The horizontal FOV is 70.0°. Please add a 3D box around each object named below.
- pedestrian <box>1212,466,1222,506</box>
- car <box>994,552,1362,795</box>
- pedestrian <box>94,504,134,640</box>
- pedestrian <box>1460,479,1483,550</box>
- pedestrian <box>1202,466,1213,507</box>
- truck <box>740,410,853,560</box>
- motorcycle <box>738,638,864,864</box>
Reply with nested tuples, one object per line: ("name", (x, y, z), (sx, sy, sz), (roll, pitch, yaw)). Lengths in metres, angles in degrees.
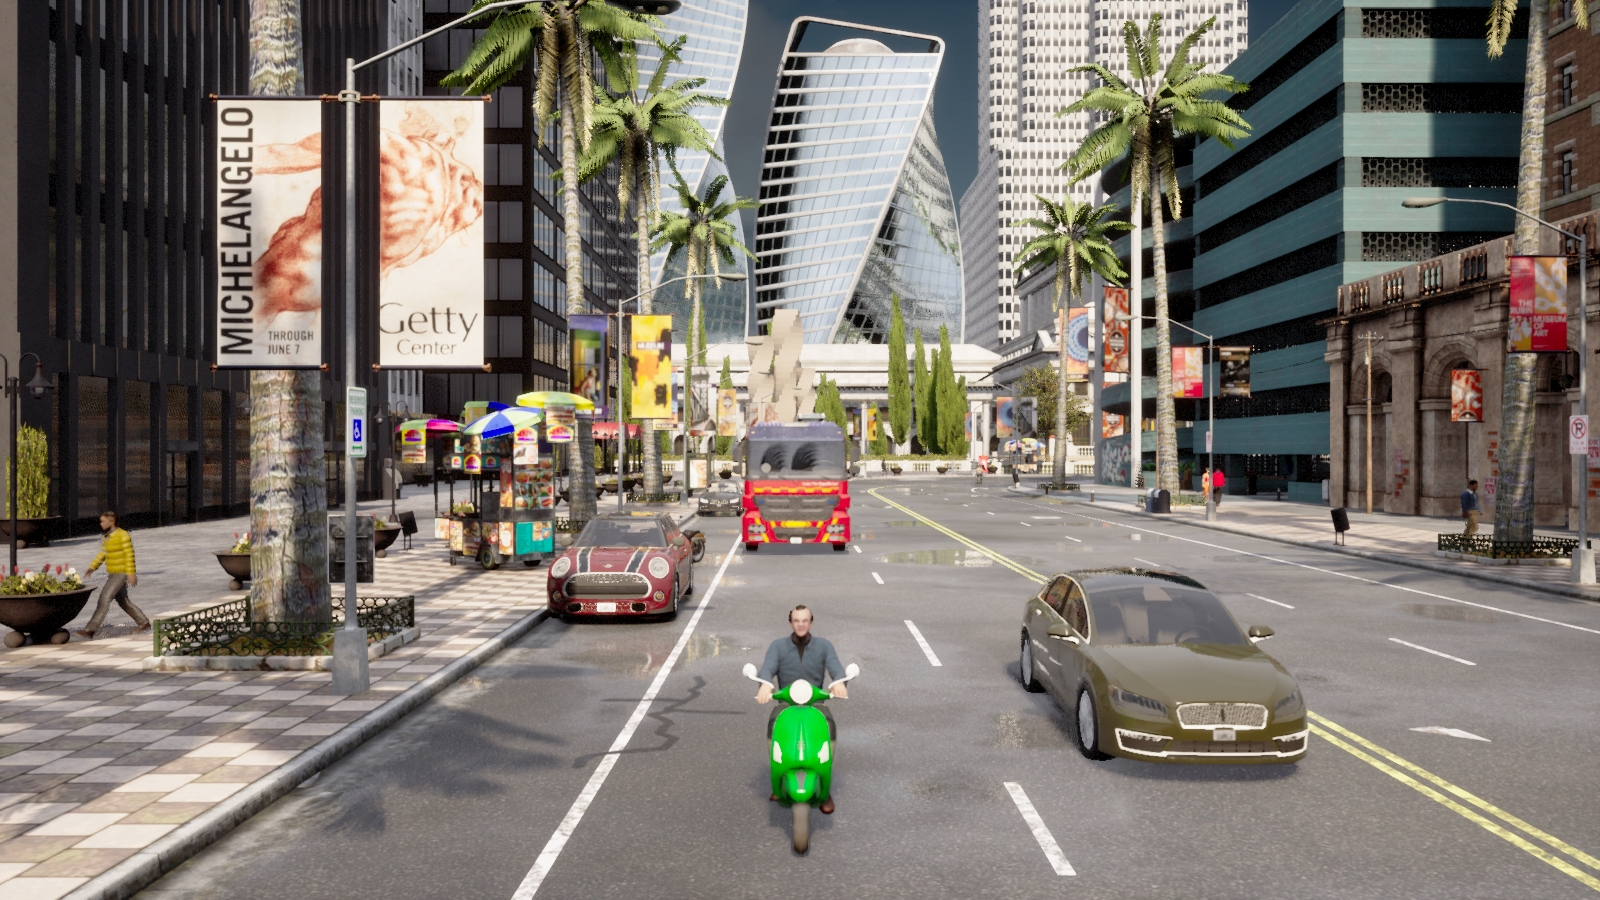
("pedestrian", (19.560, 1.698, 53.618), (0.375, 1.860, 0.375), (0, 0, 13))
("car", (3.521, 2.057, 11.852), (2.231, 1.480, 4.892), (0, 1, 0))
("pedestrian", (-9.641, 1.696, 16.059), (0.375, 1.860, 0.375), (0, 0, 40))
("pedestrian", (17.760, 1.696, 30.233), (0.375, 1.860, 0.375), (0, 0, -28))
("pedestrian", (18.882, 1.696, 52.954), (0.375, 1.860, 0.375), (0, 0, -2))
("truck", (-0.125, 0.890, 33.376), (2.891, 3.827, 8.468), (0, 0, -1))
("motorcycle", (0.008, 2.182, 8.623), (0.856, 1.236, 1.805), (0, 0, 0))
